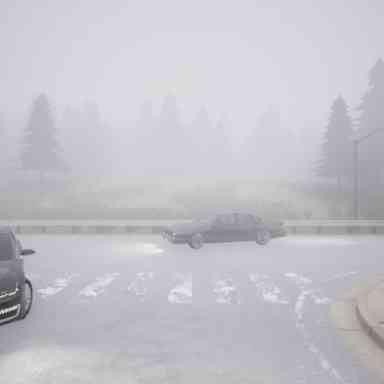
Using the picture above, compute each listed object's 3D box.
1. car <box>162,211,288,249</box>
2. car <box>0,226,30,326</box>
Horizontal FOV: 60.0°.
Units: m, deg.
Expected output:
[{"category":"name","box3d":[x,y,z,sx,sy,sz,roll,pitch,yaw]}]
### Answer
[{"category":"car","box3d":[1.463,1.551,14.428,5.357,1.411,2.033,0,0,-19]},{"category":"car","box3d":[-4.456,1.507,6.789,1.837,1.490,4.892,0,0,-28]}]
